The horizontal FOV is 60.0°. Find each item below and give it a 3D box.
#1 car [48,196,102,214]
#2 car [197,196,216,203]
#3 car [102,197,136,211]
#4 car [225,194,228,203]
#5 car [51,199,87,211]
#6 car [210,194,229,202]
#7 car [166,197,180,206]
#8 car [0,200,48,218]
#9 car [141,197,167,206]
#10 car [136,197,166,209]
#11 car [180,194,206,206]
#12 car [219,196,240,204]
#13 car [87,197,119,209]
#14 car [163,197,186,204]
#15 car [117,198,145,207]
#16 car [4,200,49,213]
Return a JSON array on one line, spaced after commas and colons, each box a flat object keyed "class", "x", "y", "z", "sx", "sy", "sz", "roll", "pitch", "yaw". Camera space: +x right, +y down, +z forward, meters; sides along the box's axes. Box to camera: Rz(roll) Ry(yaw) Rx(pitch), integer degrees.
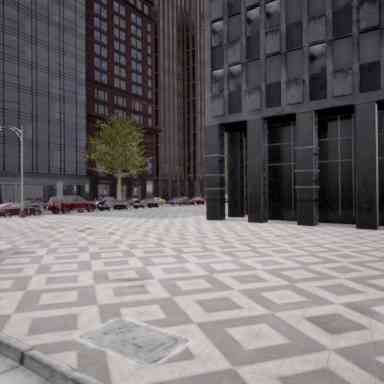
[{"class": "car", "x": -12.190, "y": 1.289, "z": 33.954, "sx": 2.192, "sy": 1.841, "sz": 5.009, "roll": -1, "pitch": 0, "yaw": 35}, {"class": "car", "x": 3.167, "y": 1.534, "z": 71.309, "sx": 1.887, "sy": 1.381, "sz": 4.507, "roll": -1, "pitch": 0, "yaw": 35}, {"class": "car", "x": -8.992, "y": 1.524, "z": 38.598, "sx": 1.947, "sy": 1.339, "sz": 4.313, "roll": -1, "pitch": 0, "yaw": 35}, {"class": "car", "x": 3.790, "y": 1.221, "z": 57.181, "sx": 2.192, "sy": 1.841, "sz": 5.009, "roll": -1, "pitch": 0, "yaw": 35}, {"class": "car", "x": -16.013, "y": 1.641, "z": 43.433, "sx": 1.802, "sy": 1.307, "sz": 4.206, "roll": -1, "pitch": 0, "yaw": 35}, {"class": "car", "x": 6.362, "y": 1.295, "z": 75.956, "sx": 2.192, "sy": 1.841, "sz": 5.009, "roll": -1, "pitch": 0, "yaw": 35}, {"class": "car", "x": -1.646, "y": 1.496, "z": 53.893, "sx": 2.033, "sy": 1.411, "sz": 5.357, "roll": -1, "pitch": 0, "yaw": 35}, {"class": "car", "x": -15.385, "y": 1.575, "z": 29.307, "sx": 1.802, "sy": 1.307, "sz": 4.206, "roll": -1, "pitch": 0, "yaw": 35}, {"class": "car", "x": -6.520, "y": 1.543, "z": 57.230, "sx": 1.752, "sy": 1.417, "sz": 4.829, "roll": -1, "pitch": 0, "yaw": 35}, {"class": "car", "x": -5.796, "y": 1.508, "z": 43.243, "sx": 1.947, "sy": 1.339, "sz": 4.313, "roll": -1, "pitch": 0, "yaw": 35}, {"class": "car", "x": 0.596, "y": 1.461, "z": 52.534, "sx": 1.887, "sy": 1.381, "sz": 4.507, "roll": -1, "pitch": 0, "yaw": 35}, {"class": "car", "x": 6.989, "y": 1.463, "z": 61.824, "sx": 1.947, "sy": 1.339, "sz": 4.313, "roll": -1, "pitch": 0, "yaw": 35}, {"class": "car", "x": -12.818, "y": 1.483, "z": 48.079, "sx": 1.967, "sy": 1.590, "sz": 4.097, "roll": -1, "pitch": 0, "yaw": 35}, {"class": "car", "x": -3.226, "y": 1.573, "z": 62.017, "sx": 1.947, "sy": 1.339, "sz": 4.313, "roll": -1, "pitch": 0, "yaw": 35}, {"class": "car", "x": -9.619, "y": 1.612, "z": 52.725, "sx": 1.802, "sy": 1.307, "sz": 4.206, "roll": -1, "pitch": 0, "yaw": 35}, {"class": "car", "x": -19.209, "y": 1.641, "z": 38.788, "sx": 1.947, "sy": 1.339, "sz": 4.313, "roll": -1, "pitch": 0, "yaw": 35}]
